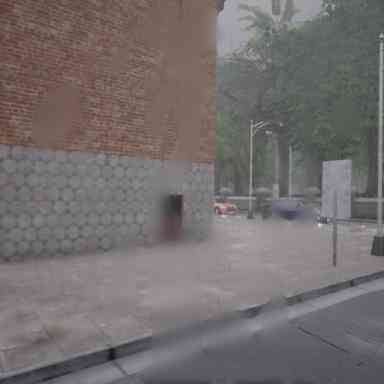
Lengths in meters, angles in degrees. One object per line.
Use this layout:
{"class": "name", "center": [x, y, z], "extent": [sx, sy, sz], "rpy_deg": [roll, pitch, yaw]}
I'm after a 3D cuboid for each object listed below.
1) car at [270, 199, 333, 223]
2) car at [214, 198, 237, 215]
{"class": "car", "center": [8.027, 1.344, 24.553], "extent": [2.097, 1.767, 4.553], "rpy_deg": [2, -1, -35]}
{"class": "car", "center": [2.338, 1.339, 32.488], "extent": [2.097, 1.767, 4.553], "rpy_deg": [2, -1, -36]}
